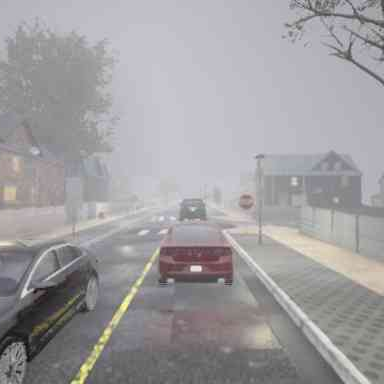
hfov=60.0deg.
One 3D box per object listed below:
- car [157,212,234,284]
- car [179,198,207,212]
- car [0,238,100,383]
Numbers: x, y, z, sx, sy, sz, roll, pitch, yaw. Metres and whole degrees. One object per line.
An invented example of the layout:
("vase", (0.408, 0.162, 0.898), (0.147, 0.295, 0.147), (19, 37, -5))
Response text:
("car", (0.091, 1.592, 9.962), (1.882, 1.535, 5.008), (0, 0, 0))
("car", (0.072, 1.557, 28.704), (2.150, 2.045, 5.566), (0, -1, 0))
("car", (-2.832, 1.549, 5.057), (2.128, 1.511, 4.902), (0, -1, 0))
